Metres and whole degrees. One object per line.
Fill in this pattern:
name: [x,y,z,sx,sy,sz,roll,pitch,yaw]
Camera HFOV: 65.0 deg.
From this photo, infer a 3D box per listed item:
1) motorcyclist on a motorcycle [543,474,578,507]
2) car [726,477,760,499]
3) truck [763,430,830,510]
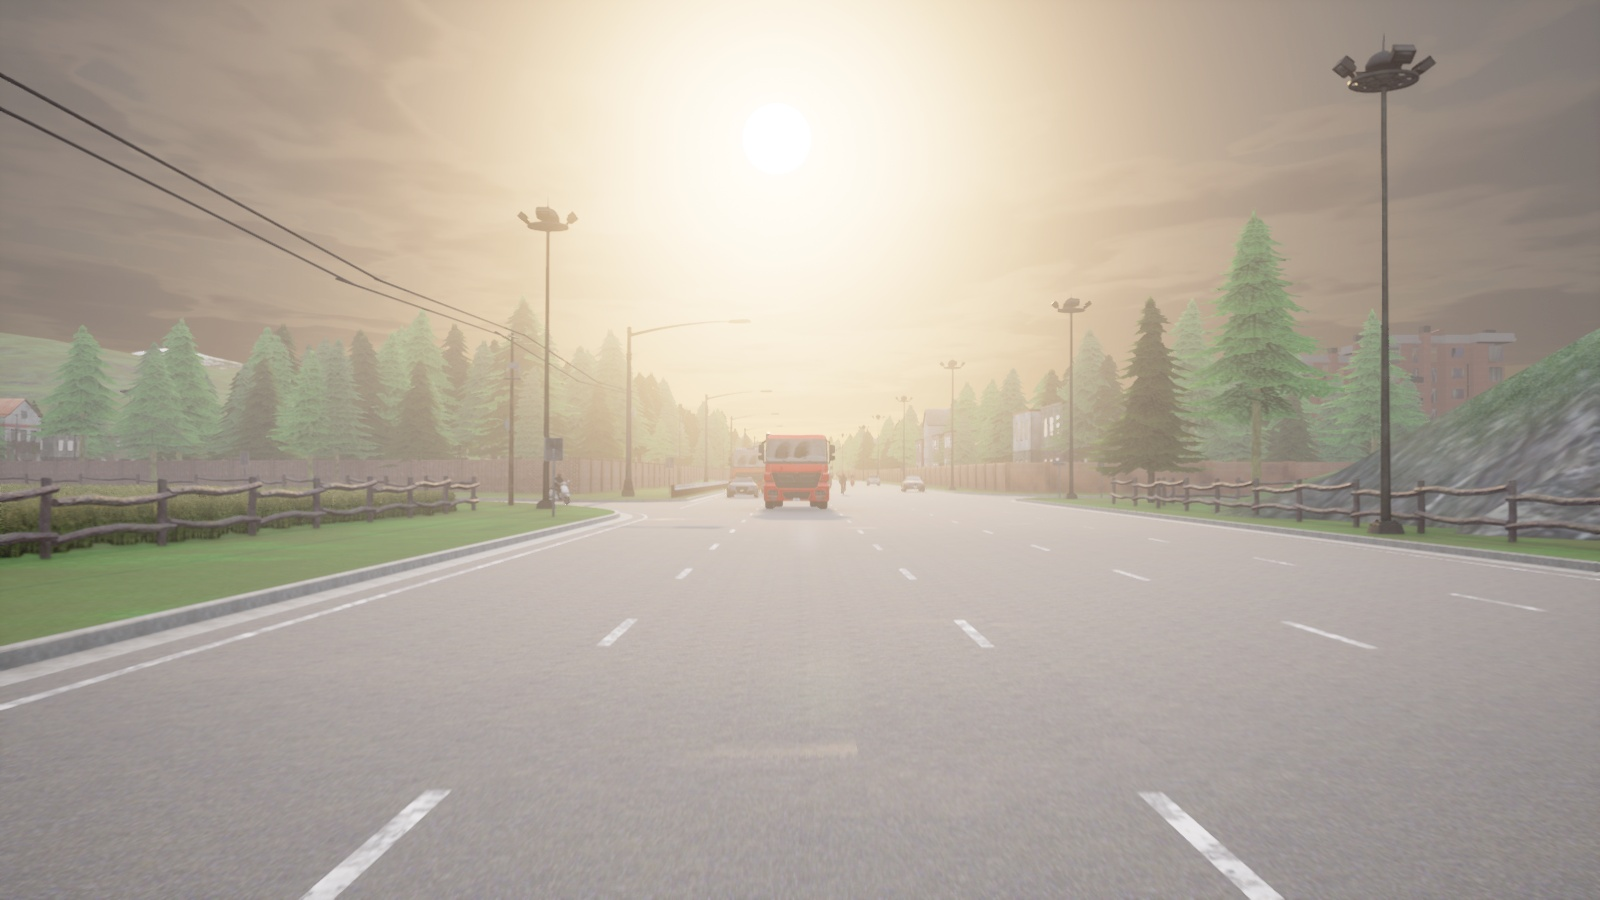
motorcyclist on a motorcycle: [-12.002,2.015,62.878,0.866,1.590,1.817,1,-1,-44]
car: [-3.703,2.462,82.321,1.994,1.385,4.181,0,-1,0]
truck: [-0.149,0.947,58.444,2.891,3.462,7.936,0,-1,0]
